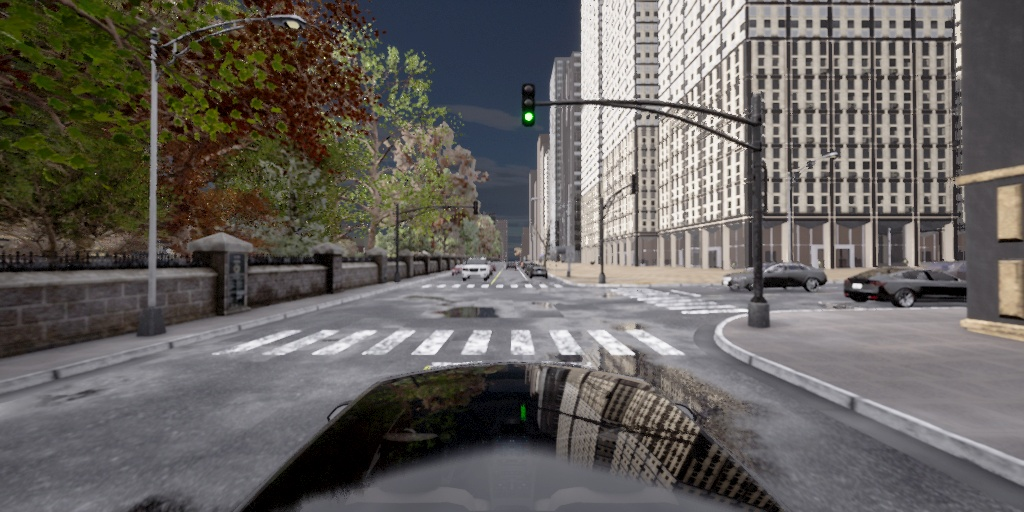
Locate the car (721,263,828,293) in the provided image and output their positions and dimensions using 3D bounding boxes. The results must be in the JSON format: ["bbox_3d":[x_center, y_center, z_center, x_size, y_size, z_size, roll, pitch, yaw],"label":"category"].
[{"bbox_3d":[13.680,1.104,18.864,4.902,1.511,2.128,-1,-1,0],"label":"car"}]

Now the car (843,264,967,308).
[{"bbox_3d":[14.647,1.099,13.064,4.313,1.339,1.948,0,0,0],"label":"car"}]

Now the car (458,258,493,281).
[{"bbox_3d":[-3.210,1.188,32.803,2.150,2.045,5.566,0,0,0],"label":"car"}]

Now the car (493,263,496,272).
[{"bbox_3d":[-3.234,1.566,43.000,1.812,1.442,4.674,0,0,0],"label":"car"}]

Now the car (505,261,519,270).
[{"bbox_3d":[-0.128,1.711,64.640,1.837,1.490,4.892,0,0,0],"label":"car"}]

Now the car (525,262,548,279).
[{"bbox_3d":[2.567,1.552,35.599,1.948,1.339,4.313,0,0,0],"label":"car"}]

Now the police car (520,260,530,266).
[{"bbox_3d":[2.908,1.626,64.027,1.930,1.638,5.238,0,0,0],"label":"police car"}]

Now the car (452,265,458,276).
[{"bbox_3d":[-5.834,1.610,41.201,1.802,1.307,4.207,0,0,0],"label":"car"}]

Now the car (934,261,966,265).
[{"bbox_3d":[23.499,0.992,18.945,5.357,1.411,2.033,-1,-1,-1],"label":"car"}]

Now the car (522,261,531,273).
[{"bbox_3d":[2.547,1.593,41.232,1.948,1.339,4.313,0,0,0],"label":"car"}]

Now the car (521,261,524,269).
[{"bbox_3d":[2.526,1.635,46.864,1.948,1.339,4.313,0,0,0],"label":"car"}]
